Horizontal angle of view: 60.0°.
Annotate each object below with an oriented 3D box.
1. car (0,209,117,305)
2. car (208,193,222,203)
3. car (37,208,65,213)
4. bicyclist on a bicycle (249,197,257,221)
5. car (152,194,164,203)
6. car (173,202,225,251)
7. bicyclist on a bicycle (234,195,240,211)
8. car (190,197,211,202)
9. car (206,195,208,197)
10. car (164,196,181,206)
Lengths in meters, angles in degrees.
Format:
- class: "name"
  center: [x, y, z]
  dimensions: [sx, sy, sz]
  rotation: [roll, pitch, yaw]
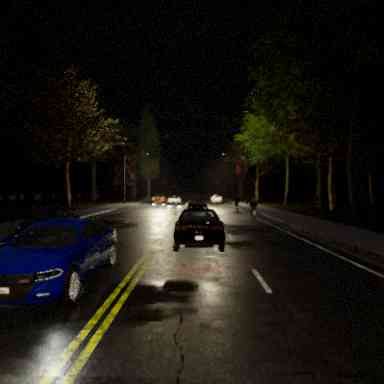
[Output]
- class: "car"
  center: [-3.247, 1.420, 8.247]
  dimensions: [1.882, 1.535, 5.008]
  rotation: [0, 0, 1]
- class: "car"
  center: [4.144, 1.266, 56.501]
  dimensions: [1.812, 1.442, 4.674]
  rotation: [0, 0, 1]
- class: "car"
  center: [-6.394, 1.458, 15.452]
  dimensions: [1.994, 1.385, 4.181]
  rotation: [0, 0, 1]
- class: "bicyclist on a bicycle"
  center: [4.475, 1.239, 24.405]
  dimensions: [0.659, 1.776, 1.843]
  rotation: [0, 1, 1]
- class: "car"
  center: [-5.733, 1.068, 58.086]
  dimensions: [2.097, 1.767, 4.553]
  rotation: [0, 0, 1]
- class: "car"
  center: [0.279, 1.396, 13.746]
  dimensions: [1.882, 1.535, 5.008]
  rotation: [0, 0, 1]
- class: "bicyclist on a bicycle"
  center: [4.620, 1.190, 34.520]
  dimensions: [0.659, 1.776, 1.843]
  rotation: [0, 0, 1]
- class: "car"
  center: [0.537, 1.424, 31.834]
  dimensions: [1.895, 1.301, 4.718]
  rotation: [0, 0, 1]
- class: "car"
  center: [4.288, 1.062, 73.750]
  dimensions: [2.097, 1.767, 4.553]
  rotation: [0, 0, 1]
- class: "car"
  center: [-2.629, 1.271, 49.880]
  dimensions: [1.812, 1.442, 4.674]
  rotation: [0, 0, 1]
